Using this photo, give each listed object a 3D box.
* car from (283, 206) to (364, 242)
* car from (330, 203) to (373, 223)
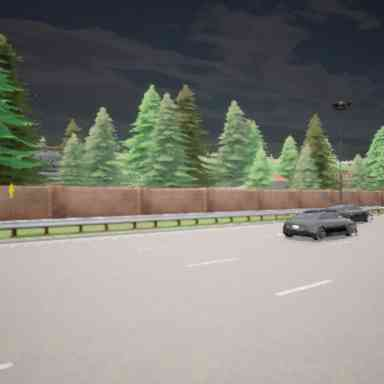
[{"bbox_3d":[6.585,1.639,17.038,4.181,1.385,1.994,0,0,-35],"label":"car"},{"bbox_3d":[11.659,1.623,24.955,4.892,1.490,1.837,0,0,-36],"label":"car"}]
